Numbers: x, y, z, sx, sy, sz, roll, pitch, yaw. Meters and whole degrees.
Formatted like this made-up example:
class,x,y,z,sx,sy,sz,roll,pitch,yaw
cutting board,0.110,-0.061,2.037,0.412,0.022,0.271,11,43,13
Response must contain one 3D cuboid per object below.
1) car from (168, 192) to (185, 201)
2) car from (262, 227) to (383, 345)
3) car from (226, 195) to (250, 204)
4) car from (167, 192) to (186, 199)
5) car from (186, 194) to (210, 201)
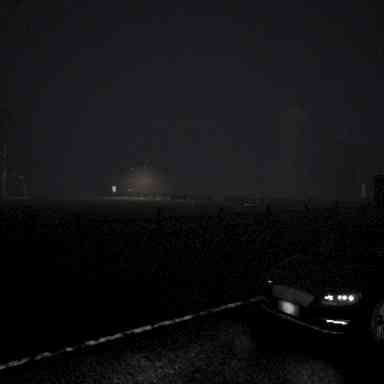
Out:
class,x,y,z,sx,sy,sz,roll,pitch,yaw
car,-2.682,0.938,67.673,1.882,1.535,5.008,-1,1,-36
car,3.455,1.490,6.449,4.902,1.511,2.128,0,0,-35
car,7.334,1.190,53.649,1.994,1.385,4.181,-1,1,-36
car,-3.381,0.751,73.340,1.837,1.490,4.892,-1,1,-36
car,1.489,1.067,66.618,1.895,1.301,4.718,-1,1,-36
